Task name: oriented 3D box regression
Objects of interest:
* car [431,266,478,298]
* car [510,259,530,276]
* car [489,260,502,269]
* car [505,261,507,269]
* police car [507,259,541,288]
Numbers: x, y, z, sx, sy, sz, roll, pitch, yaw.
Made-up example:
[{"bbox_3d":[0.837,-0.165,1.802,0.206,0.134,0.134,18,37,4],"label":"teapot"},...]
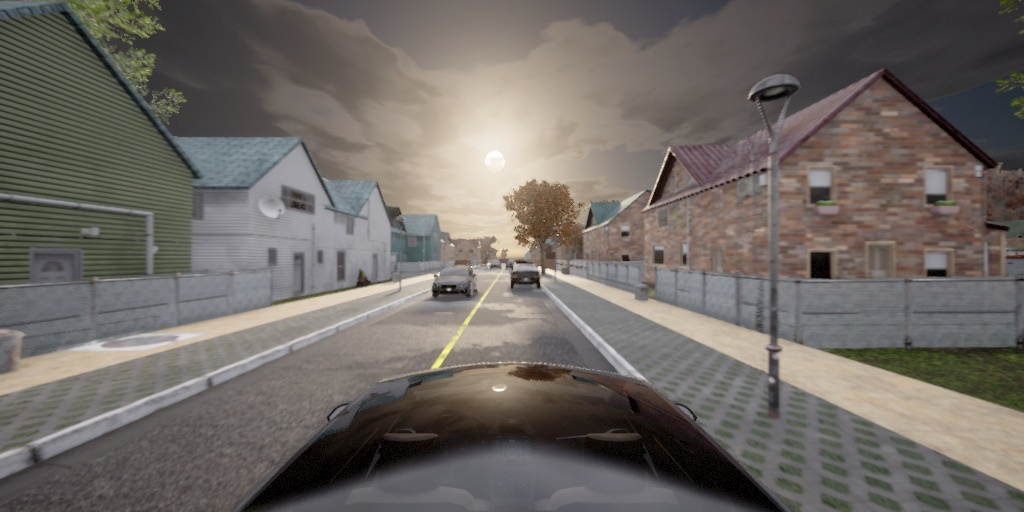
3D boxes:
[{"bbox_3d":[-2.848,1.272,18.581,1.837,1.490,4.892,0,0,0],"label":"car"},{"bbox_3d":[0.826,1.173,39.767,2.097,1.767,4.553,0,0,0],"label":"car"},{"bbox_3d":[-2.777,1.459,61.154,1.837,1.490,4.892,0,0,1],"label":"car"},{"bbox_3d":[0.002,1.286,58.981,2.097,1.767,4.553,0,0,0],"label":"car"},{"bbox_3d":[0.826,1.206,23.907,1.930,1.638,5.238,0,0,0],"label":"police car"}]
